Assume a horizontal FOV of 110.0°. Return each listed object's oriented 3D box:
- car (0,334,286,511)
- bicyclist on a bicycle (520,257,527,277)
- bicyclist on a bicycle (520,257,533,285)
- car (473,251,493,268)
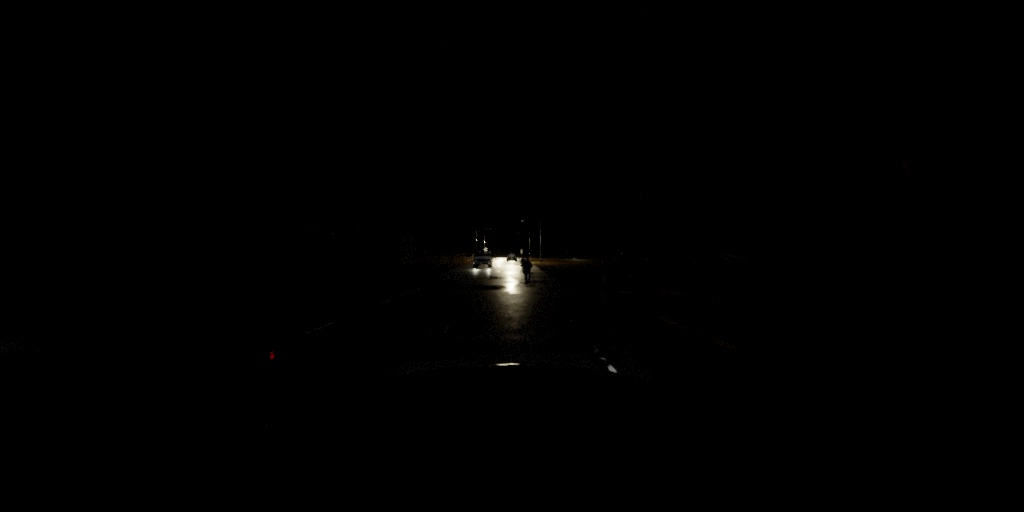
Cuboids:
[{"bbox_3d":[-3.598,1.312,2.421,1.994,1.385,4.181,0,0,0],"label":"car"},{"bbox_3d":[0.956,0.906,30.602,0.582,1.620,1.656,0,1,0],"label":"bicyclist on a bicycle"},{"bbox_3d":[0.958,0.963,21.860,0.659,1.776,1.843,0,1,0],"label":"bicyclist on a bicycle"},{"bbox_3d":[-3.591,0.423,45.053,2.150,2.045,5.566,0,1,0],"label":"car"}]
